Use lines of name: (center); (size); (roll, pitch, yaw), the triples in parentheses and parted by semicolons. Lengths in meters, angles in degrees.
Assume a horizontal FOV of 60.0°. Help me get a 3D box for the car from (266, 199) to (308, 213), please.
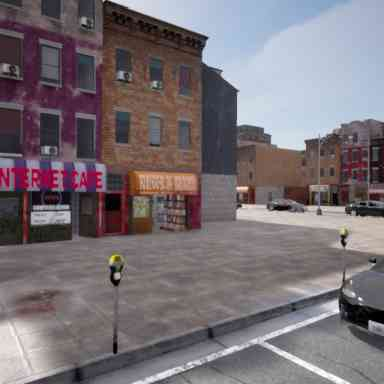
car: (10.412, 1.545, 36.711); (2.128, 1.511, 4.902); (1, 0, -35)

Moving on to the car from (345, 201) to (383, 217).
car: (15.889, 1.540, 28.976); (1.837, 1.490, 4.892); (1, 0, -35)

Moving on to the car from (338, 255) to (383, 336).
car: (4.435, 1.567, 5.954); (4.313, 1.339, 1.947); (0, 0, -35)

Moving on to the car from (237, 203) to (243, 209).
car: (4.420, 1.623, 45.162); (2.033, 1.411, 5.357); (1, 0, -36)
